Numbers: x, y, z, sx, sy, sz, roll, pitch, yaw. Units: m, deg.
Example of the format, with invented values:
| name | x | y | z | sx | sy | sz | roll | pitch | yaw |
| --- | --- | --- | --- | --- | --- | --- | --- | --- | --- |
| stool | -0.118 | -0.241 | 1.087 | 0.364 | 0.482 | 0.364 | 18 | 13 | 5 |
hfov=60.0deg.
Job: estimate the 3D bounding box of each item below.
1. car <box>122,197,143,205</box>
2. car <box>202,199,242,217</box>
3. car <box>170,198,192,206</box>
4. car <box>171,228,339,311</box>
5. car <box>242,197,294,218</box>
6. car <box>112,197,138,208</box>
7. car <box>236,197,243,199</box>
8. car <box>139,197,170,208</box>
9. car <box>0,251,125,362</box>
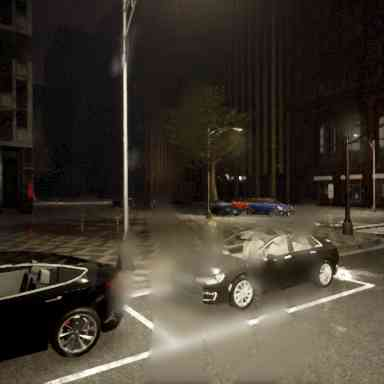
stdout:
| name | x | y | z | sx | sy | sz | roll | pitch | yaw |
| --- | --- | --- | --- | --- | --- | --- | --- | --- | --- |
| car | -11.728 | 1.700 | 64.963 | 2.033 | 1.411 | 5.357 | 0 | 0 | -35 |
| car | 2.817 | 1.648 | 32.080 | 1.994 | 1.385 | 4.181 | 0 | 0 | -35 |
| car | -2.129 | 1.646 | 56.663 | 2.033 | 1.411 | 5.357 | 0 | 0 | -34 |
| car | 1.602 | 1.549 | 7.657 | 4.403 | 1.369 | 2.008 | 0 | 0 | -34 |
| car | 7.315 | 1.410 | 31.279 | 2.097 | 1.767 | 4.553 | 0 | 0 | -35 |
| car | -10.681 | 1.504 | 51.770 | 2.097 | 1.767 | 4.553 | 0 | 0 | -34 |
| car | 5.898 | 1.413 | 39.391 | 2.097 | 1.767 | 4.553 | 0 | 0 | -34 |
| car | -5.720 | 1.475 | 50.243 | 2.097 | 1.767 | 4.553 | 0 | 0 | -34 |
| car | -3.045 | 1.566 | 4.467 | 4.313 | 1.339 | 1.947 | 0 | 0 | -34 |
